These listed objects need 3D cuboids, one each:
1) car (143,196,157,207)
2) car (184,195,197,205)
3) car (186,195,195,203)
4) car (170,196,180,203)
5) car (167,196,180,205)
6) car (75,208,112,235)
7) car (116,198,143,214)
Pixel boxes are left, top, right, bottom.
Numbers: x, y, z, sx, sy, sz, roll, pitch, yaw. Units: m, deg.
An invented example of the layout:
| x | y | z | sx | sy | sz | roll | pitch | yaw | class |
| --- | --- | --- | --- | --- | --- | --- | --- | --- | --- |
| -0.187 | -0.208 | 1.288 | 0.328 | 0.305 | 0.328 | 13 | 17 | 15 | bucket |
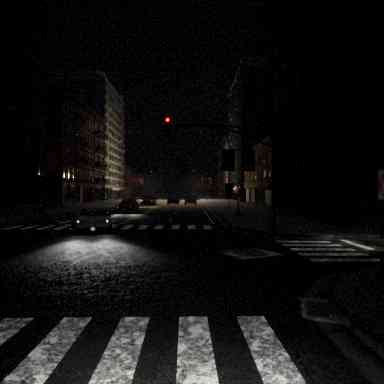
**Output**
| x | y | z | sx | sy | sz | roll | pitch | yaw | class |
| --- | --- | --- | --- | --- | --- | --- | --- | --- | --- |
| -6.808 | 1.346 | 52.381 | 2.097 | 1.767 | 4.553 | 0 | 0 | 0 | car |
| -0.252 | 1.344 | 58.281 | 2.097 | 1.767 | 4.553 | 0 | 0 | 0 | car |
| -0.296 | 1.467 | 68.314 | 1.882 | 1.535 | 5.008 | 0 | 0 | 0 | car |
| -3.468 | 1.590 | 69.864 | 1.895 | 1.301 | 4.718 | 0 | 0 | 0 | car |
| -3.410 | 1.469 | 59.711 | 1.882 | 1.535 | 5.008 | 0 | 0 | 0 | car |
| -5.717 | 1.604 | 19.331 | 1.895 | 1.301 | 4.718 | 0 | 0 | -16 | car |
| -6.759 | 1.505 | 35.320 | 1.837 | 1.490 | 4.892 | 0 | 0 | 0 | car |
